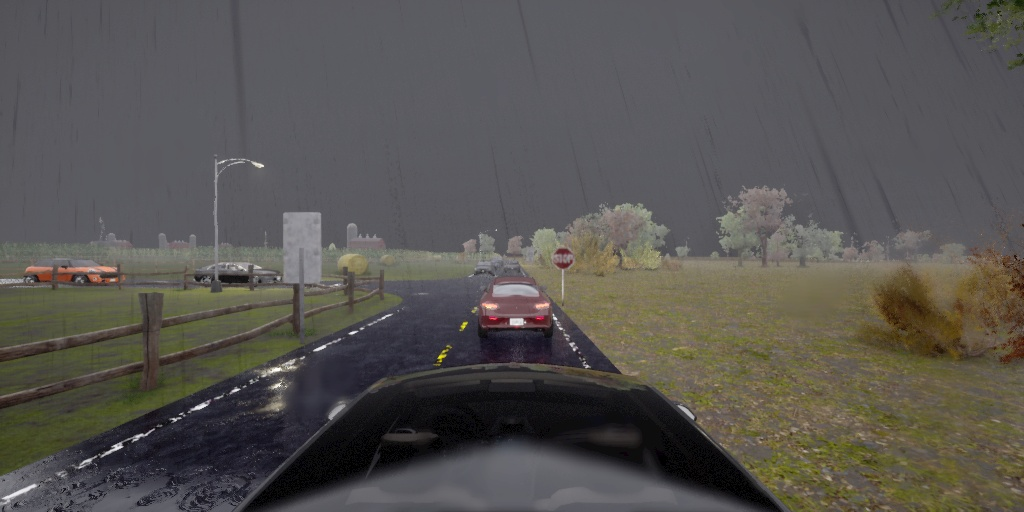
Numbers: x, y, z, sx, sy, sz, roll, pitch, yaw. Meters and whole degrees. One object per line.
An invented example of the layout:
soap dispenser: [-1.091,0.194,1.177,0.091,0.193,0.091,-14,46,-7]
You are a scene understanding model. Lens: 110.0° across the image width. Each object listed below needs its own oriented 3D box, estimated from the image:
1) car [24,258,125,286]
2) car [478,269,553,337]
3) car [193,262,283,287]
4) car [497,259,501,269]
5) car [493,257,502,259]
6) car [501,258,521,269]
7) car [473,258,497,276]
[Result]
car: [-27.591,0.941,22.743,4.553,1.767,2.097,0,1,0]
car: [0.053,1.275,10.153,1.812,1.442,4.674,0,0,-1]
car: [-17.355,1.151,22.861,4.902,1.511,2.128,0,1,-1]
car: [-2.902,1.378,49.320,1.895,1.301,4.718,0,0,0]
car: [-2.872,1.355,59.529,1.994,1.385,4.181,0,0,0]
car: [0.037,1.263,45.105,2.128,1.511,4.902,0,0,0]
car: [-2.890,1.270,37.870,1.837,1.490,4.892,0,0,0]
